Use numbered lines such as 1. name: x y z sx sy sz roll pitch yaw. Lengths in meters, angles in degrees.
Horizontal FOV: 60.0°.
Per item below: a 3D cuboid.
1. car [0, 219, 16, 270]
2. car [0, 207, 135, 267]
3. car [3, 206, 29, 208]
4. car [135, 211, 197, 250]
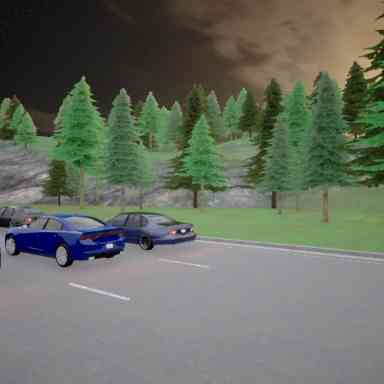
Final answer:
1. car: -6.951 1.505 8.925 4.892 1.490 1.837 0 0 36
2. car: -4.499 1.478 11.474 5.008 1.535 1.882 0 0 36
3. car: -10.605 1.547 20.066 5.357 1.411 2.033 0 0 35
4. car: -2.377 1.547 14.261 5.357 1.411 2.033 0 0 35
